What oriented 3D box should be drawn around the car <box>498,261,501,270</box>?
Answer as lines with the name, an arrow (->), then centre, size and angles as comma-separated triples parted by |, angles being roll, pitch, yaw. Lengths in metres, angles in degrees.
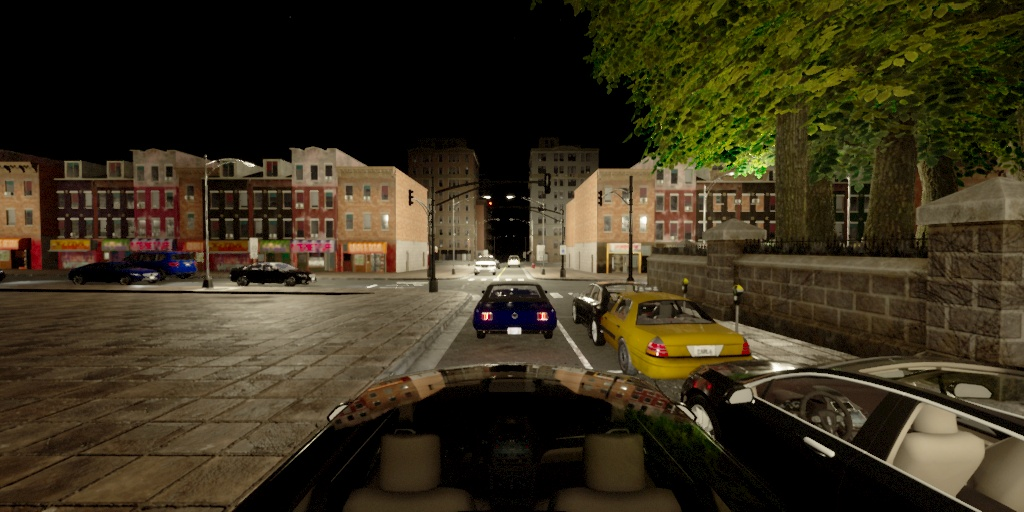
car -> -2.648, 1.314, 53.090 | 2.033, 1.411, 5.357 | 0, 0, 1

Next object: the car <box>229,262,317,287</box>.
car -> -15.036, 1.156, 22.700 | 4.902, 1.511, 2.128 | 1, 1, 0

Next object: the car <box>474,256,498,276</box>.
car -> -2.798, 0.975, 38.284 | 2.150, 2.045, 5.566 | 0, 0, -2

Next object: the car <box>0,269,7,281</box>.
car -> -35.285, 0.966, 22.746 | 4.674, 1.442, 1.812 | 1, 1, 1

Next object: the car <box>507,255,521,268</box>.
car -> 0.374, 1.000, 63.715 | 2.150, 2.045, 5.566 | 0, 0, 0

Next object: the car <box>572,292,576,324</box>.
car -> 2.657, 1.297, 9.243 | 2.007, 1.370, 4.403 | 0, 0, 0

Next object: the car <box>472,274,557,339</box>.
car -> 0.071, 1.347, 10.047 | 1.895, 1.301, 4.718 | 0, 0, 0

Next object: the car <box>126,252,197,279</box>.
car -> -25.851, 0.702, 25.642 | 5.566, 2.045, 2.150 | 1, 1, 0

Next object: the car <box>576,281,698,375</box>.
car -> 2.684, 1.273, 7.269 | 1.751, 1.417, 4.829 | 0, 0, 0

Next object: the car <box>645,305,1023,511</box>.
car -> 2.637, 1.300, 2.108 | 2.007, 1.370, 4.403 | 0, 0, 0

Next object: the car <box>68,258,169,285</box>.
car -> -25.142, 1.080, 22.719 | 4.674, 1.442, 1.812 | 1, 1, 0
